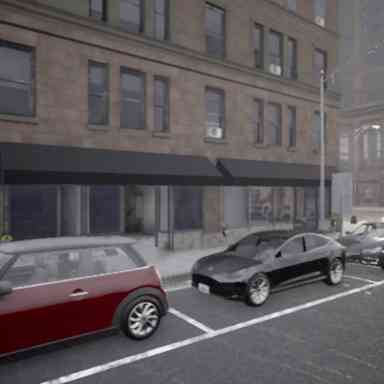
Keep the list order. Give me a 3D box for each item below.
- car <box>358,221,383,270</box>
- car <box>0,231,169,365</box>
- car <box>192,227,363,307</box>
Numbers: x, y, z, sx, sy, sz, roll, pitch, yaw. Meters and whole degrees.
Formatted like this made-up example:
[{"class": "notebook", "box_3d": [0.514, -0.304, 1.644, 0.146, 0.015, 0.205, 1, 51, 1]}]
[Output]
[{"class": "car", "box_3d": [6.499, 1.675, 11.304, 4.403, 1.369, 2.008, 1, -1, -36]}, {"class": "car", "box_3d": [-2.461, 1.449, 4.907, 4.097, 1.590, 1.967, 1, -1, -36]}, {"class": "car", "box_3d": [2.019, 1.632, 8.105, 4.313, 1.339, 1.947, 1, -1, -36]}]
